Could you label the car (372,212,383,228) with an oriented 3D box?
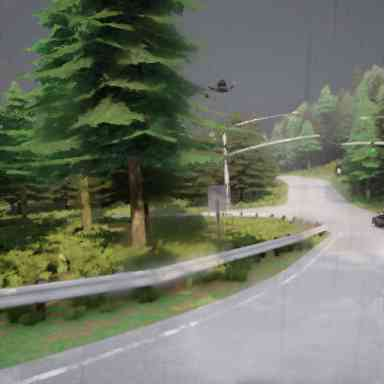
[{"bbox_3d":[13.978,1.861,22.586,1.994,1.385,4.181,-1,-2,7],"label":"car"}]
